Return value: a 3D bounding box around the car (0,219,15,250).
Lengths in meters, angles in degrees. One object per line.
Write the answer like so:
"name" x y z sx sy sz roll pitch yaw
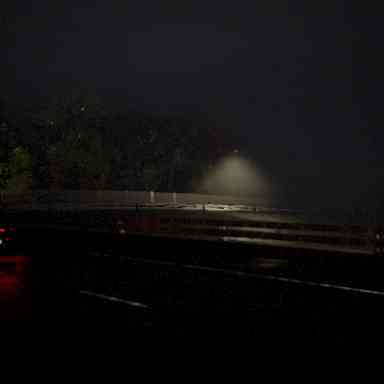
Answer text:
"car" -9.430 1.646 13.732 4.892 1.490 1.837 0 0 28
